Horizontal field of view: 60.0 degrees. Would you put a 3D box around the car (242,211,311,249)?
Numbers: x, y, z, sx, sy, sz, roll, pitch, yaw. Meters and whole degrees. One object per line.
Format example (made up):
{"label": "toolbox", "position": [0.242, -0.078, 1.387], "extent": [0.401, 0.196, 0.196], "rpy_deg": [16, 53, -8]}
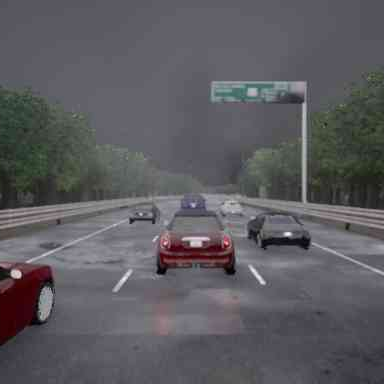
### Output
{"label": "car", "position": [3.607, 1.552, 14.518], "extent": [1.994, 1.385, 4.181], "rpy_deg": [0, 0, 0]}

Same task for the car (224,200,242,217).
{"label": "car", "position": [3.612, 1.520, 31.267], "extent": [1.812, 1.442, 4.674], "rpy_deg": [0, 0, 0]}

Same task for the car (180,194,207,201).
{"label": "car", "position": [0.112, 1.214, 29.504], "extent": [2.150, 2.045, 5.566], "rpy_deg": [0, 0, 0]}

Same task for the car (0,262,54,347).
{"label": "car", "position": [-3.398, 1.474, 4.011], "extent": [1.882, 1.535, 5.008], "rpy_deg": [0, 0, 0]}

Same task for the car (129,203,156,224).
{"label": "car", "position": [-3.393, 1.536, 24.596], "extent": [2.033, 1.411, 5.357], "rpy_deg": [0, 0, 0]}

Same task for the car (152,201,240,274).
{"label": "car", "position": [0.105, 1.343, 10.666], "extent": [2.097, 1.767, 4.553], "rpy_deg": [0, 0, 0]}
